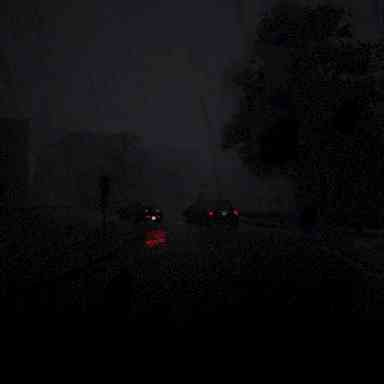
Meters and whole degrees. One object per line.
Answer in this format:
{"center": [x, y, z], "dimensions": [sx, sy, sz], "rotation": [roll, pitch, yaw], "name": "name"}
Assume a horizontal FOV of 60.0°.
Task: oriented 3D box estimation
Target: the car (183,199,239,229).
{"center": [1.028, 1.223, 20.684], "dimensions": [2.097, 1.767, 4.553], "rotation": [0, 0, -22], "name": "car"}

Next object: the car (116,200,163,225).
{"center": [-3.683, 1.348, 22.832], "dimensions": [1.837, 1.490, 4.892], "rotation": [1, 0, -32], "name": "car"}
